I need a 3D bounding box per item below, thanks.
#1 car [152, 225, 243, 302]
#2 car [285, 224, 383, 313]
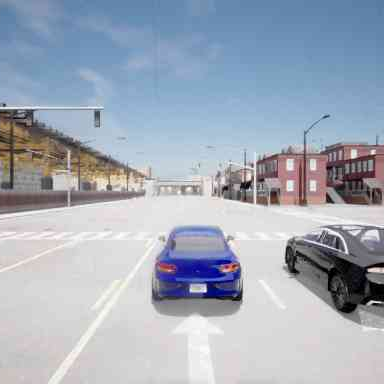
[{"bbox_3d":[0.106,1.526,8.155,1.812,1.442,4.674,0,0,0],"label":"car"},{"bbox_3d":[3.608,1.492,7.659,2.128,1.511,4.902,0,0,-1],"label":"car"}]
